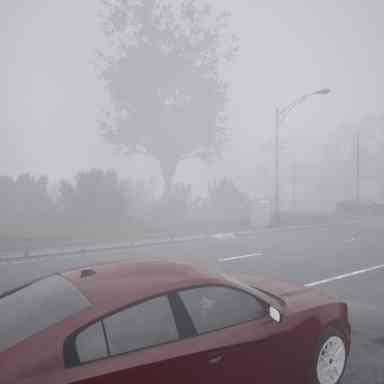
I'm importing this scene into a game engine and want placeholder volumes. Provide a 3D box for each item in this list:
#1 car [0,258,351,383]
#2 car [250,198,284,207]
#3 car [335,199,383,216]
[{"bbox_3d":[-0.284,1.478,3.542,5.008,1.535,1.882,0,0,-35],"label":"car"},{"bbox_3d":[9.669,1.520,44.999,1.812,1.442,4.674,0,0,-32],"label":"car"},{"bbox_3d":[16.735,1.478,33.145,1.882,1.535,5.008,0,0,-27],"label":"car"}]
